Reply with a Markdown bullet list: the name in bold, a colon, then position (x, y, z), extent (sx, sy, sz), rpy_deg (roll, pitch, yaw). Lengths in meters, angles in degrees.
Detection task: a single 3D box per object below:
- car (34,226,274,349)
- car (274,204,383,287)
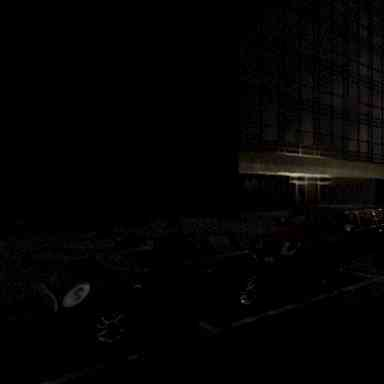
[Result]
- **car**: position (-0.666, 1.433, 6.174), extent (4.097, 1.590, 1.967), rpy_deg (0, 0, -36)
- **car**: position (3.898, 1.295, 9.435), extent (5.009, 1.841, 2.192), rpy_deg (0, 0, -36)
